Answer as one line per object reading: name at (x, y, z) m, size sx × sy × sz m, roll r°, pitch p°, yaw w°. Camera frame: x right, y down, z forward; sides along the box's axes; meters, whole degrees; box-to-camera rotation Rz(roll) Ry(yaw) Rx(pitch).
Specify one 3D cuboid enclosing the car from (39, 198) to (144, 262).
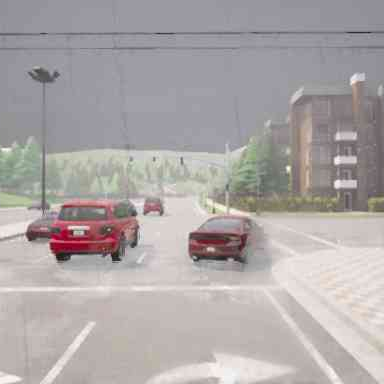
car at (-3.446, 1.357, 12.780) m, size 2.150 × 2.045 × 5.566 m, roll 0°, pitch 0°, yaw 0°

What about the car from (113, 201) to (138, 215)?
car at (-7.962, 1.910, 40.095) m, size 2.128 × 1.511 × 4.902 m, roll 0°, pitch -1°, yaw -2°

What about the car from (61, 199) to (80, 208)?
car at (-23.318, 2.194, 64.063) m, size 1.812 × 1.442 × 4.674 m, roll 0°, pitch -1°, yaw 0°

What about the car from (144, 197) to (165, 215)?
car at (-4.437, 1.630, 39.212) m, size 2.150 × 2.045 × 5.566 m, roll 0°, pitch -1°, yaw -2°

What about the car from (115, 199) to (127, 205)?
car at (-16.317, 2.339, 76.709) m, size 1.994 × 1.385 × 4.181 m, roll 0°, pitch -1°, yaw 0°

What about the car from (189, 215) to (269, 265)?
car at (1.516, 1.608, 12.438) m, size 1.882 × 1.535 × 5.008 m, roll -1°, pitch -1°, yaw 22°

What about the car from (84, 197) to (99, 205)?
car at (-23.317, 2.148, 77.115) m, size 2.097 × 1.767 × 4.553 m, roll 0°, pitch -1°, yaw 0°

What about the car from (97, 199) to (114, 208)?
car at (-16.338, 2.134, 62.877) m, size 1.882 × 1.535 × 5.008 m, roll 0°, pitch 0°, yaw 1°

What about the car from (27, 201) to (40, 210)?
car at (-23.327, 2.057, 50.895) m, size 1.812 × 1.442 × 4.674 m, roll 0°, pitch -1°, yaw 0°

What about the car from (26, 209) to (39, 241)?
car at (-7.123, 1.752, 17.908) m, size 1.994 × 1.385 × 4.181 m, roll 0°, pitch -1°, yaw -1°

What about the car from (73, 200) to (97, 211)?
car at (-16.334, 2.023, 50.907) m, size 2.128 × 1.511 × 4.902 m, roll 0°, pitch -1°, yaw 0°
